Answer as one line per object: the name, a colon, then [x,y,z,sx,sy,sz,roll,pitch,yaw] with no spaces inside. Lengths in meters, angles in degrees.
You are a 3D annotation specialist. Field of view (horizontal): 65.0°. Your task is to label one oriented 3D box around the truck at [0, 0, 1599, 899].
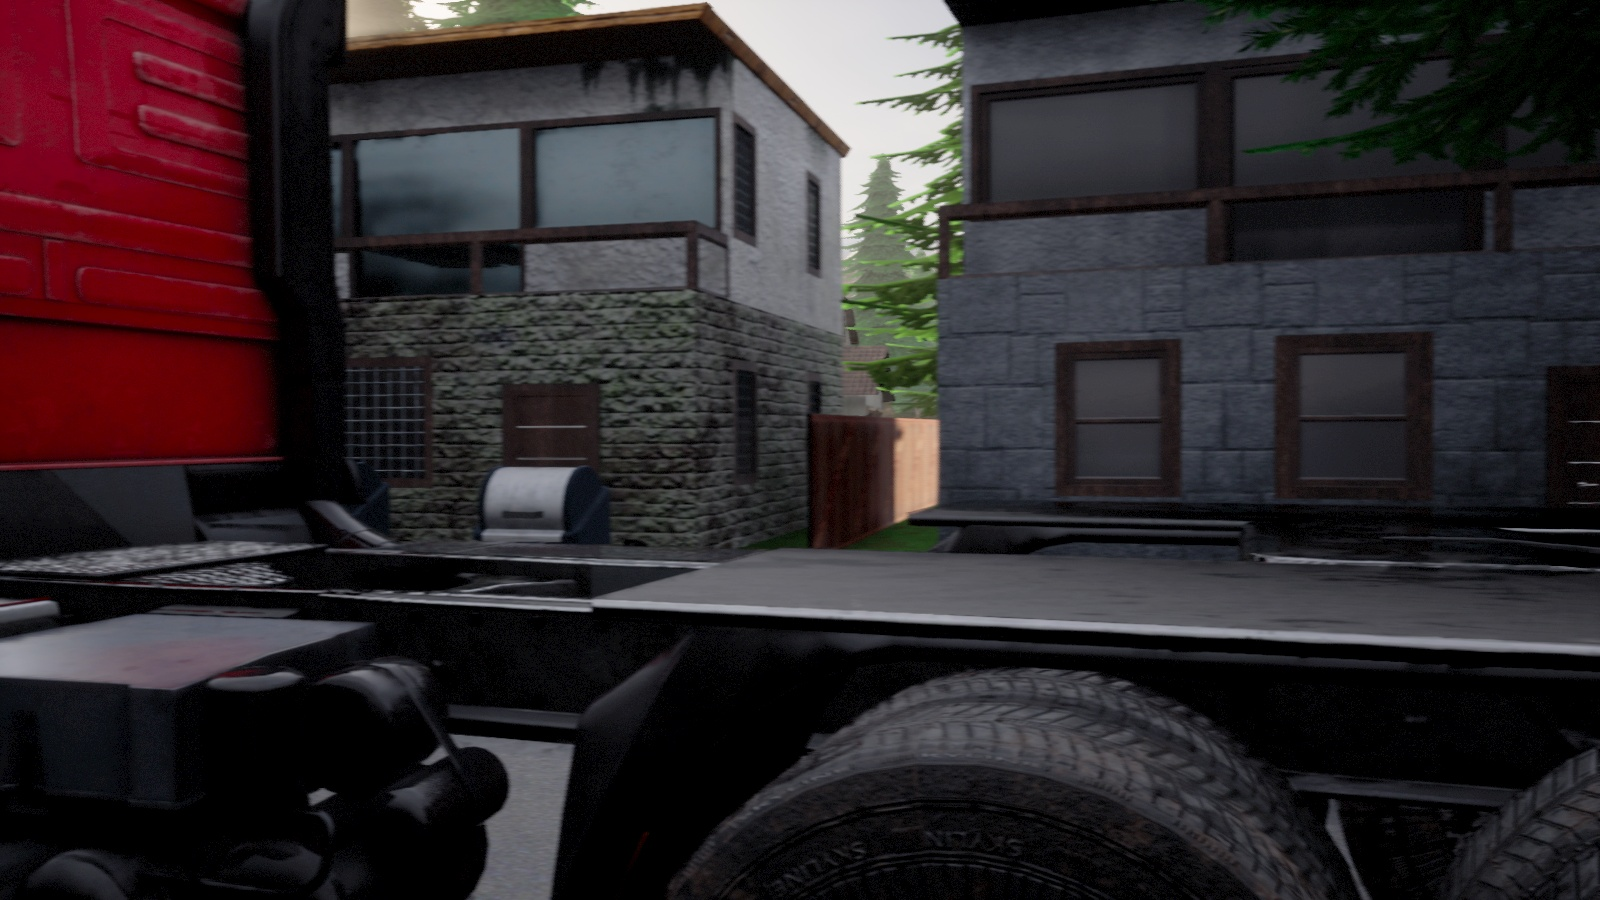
truck: [-0.823,-0.217,3.481,7.936,3.462,2.891,1,1,19]
